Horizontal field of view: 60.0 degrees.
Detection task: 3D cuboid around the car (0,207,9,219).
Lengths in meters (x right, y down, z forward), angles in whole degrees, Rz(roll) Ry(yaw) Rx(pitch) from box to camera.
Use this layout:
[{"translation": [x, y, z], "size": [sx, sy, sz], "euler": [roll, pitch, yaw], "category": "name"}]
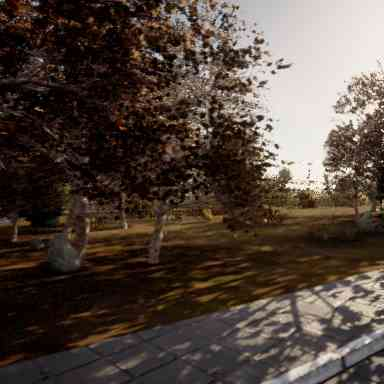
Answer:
[{"translation": [-33.004, 3.264, 54.520], "size": [5.566, 2.045, 2.435], "euler": [6, -4, -41], "category": "car"}]
